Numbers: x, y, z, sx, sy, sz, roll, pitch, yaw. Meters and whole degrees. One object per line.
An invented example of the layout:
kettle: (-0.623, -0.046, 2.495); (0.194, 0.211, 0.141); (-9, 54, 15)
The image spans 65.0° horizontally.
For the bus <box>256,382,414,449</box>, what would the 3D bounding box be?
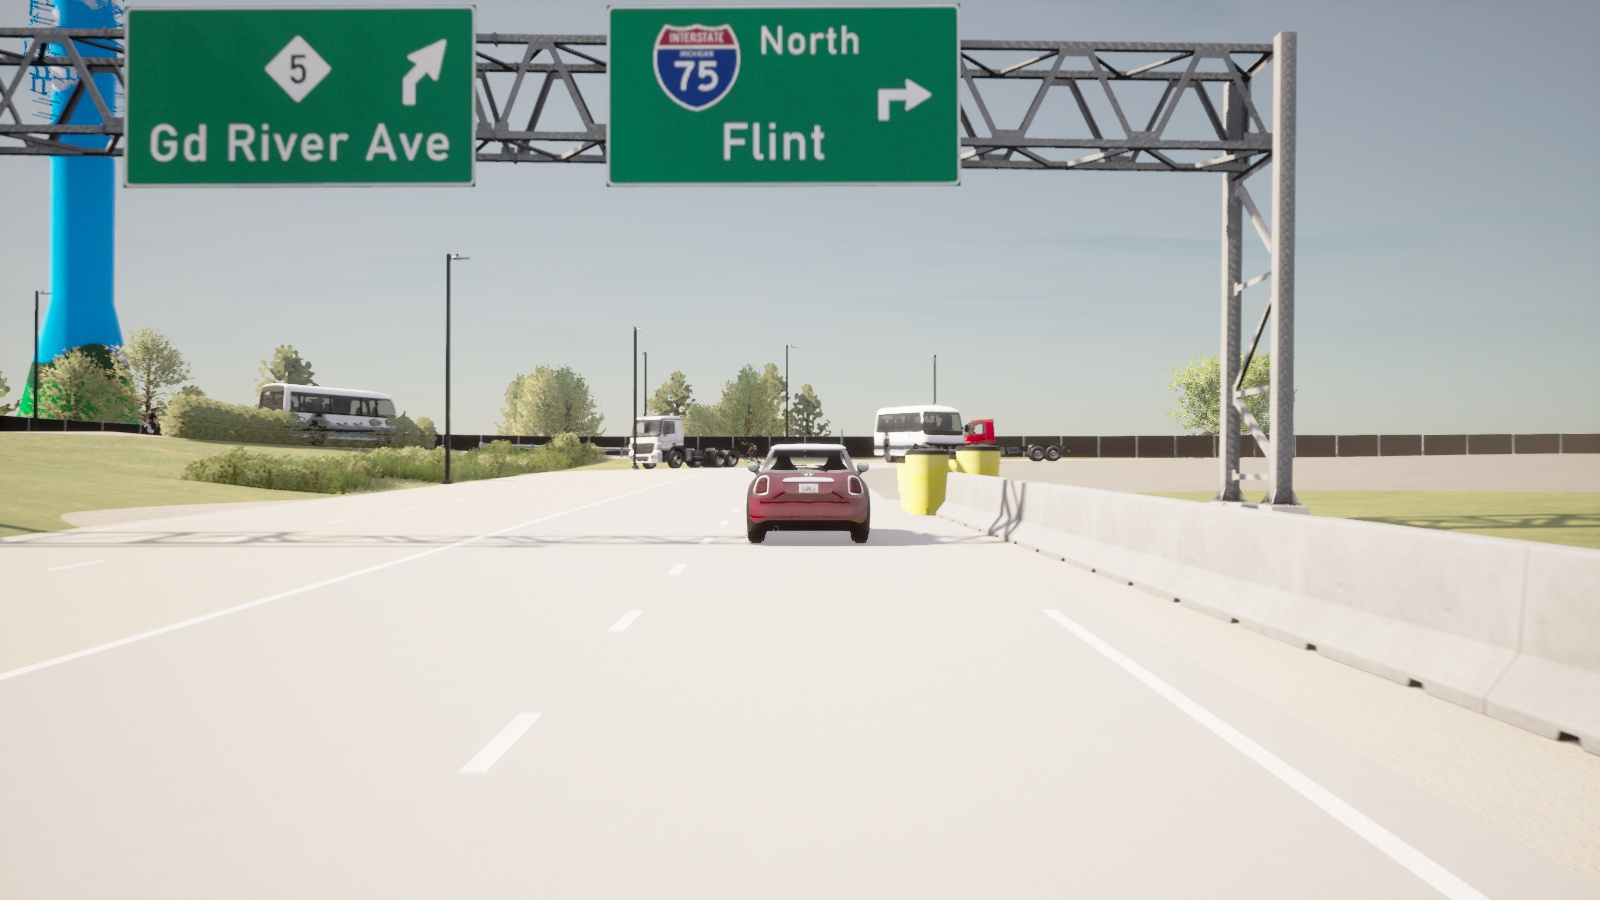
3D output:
bus: (-33.467, -2.359, 90.938); (3.944, 4.253, 10.273); (0, -2, 33)

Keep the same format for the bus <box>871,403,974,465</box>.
bus: (8.848, -1.117, 92.580); (3.944, 4.253, 10.273); (1, 0, -17)

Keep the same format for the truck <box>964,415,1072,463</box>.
truck: (16.687, -0.790, 96.493); (7.936, 3.462, 2.891); (-1, -1, 5)

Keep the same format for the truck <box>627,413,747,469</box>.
truck: (-7.216, -0.546, 81.394); (2.891, 3.462, 7.936); (-1, 0, 41)

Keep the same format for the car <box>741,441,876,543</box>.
car: (0.132, 0.598, 20.172); (1.970, 1.475, 3.806); (0, 0, 0)
